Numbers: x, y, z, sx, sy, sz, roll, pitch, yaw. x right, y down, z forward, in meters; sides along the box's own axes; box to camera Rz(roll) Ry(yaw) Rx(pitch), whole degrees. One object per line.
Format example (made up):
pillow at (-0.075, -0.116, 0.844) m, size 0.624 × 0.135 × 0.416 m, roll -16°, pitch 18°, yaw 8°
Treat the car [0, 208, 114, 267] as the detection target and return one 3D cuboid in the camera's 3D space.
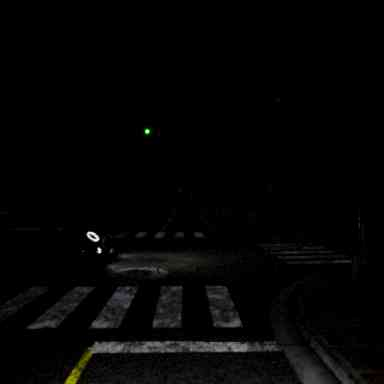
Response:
car at (-4.996, 1.418, 11.178) m, size 4.553 × 1.767 × 2.097 m, roll -1°, pitch -1°, yaw -1°
